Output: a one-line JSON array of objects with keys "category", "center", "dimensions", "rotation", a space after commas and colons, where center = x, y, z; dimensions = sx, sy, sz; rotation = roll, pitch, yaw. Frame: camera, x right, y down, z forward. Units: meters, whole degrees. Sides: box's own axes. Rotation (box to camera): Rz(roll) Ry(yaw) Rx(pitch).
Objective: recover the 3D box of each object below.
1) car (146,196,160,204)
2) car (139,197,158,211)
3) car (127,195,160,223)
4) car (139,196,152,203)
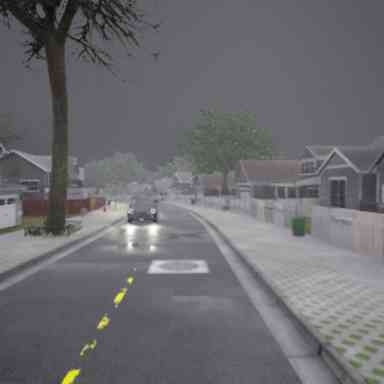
[{"category": "car", "center": [-7.440, 1.514, 63.745], "dimensions": [1.882, 1.535, 5.008], "rotation": [0, 0, -16]}, {"category": "car", "center": [-5.267, 1.416, 40.145], "dimensions": [2.128, 1.511, 4.902], "rotation": [0, 0, -9]}, {"category": "car", "center": [-3.640, 1.311, 25.297], "dimensions": [2.097, 1.767, 4.553], "rotation": [0, 0, -4]}, {"category": "car", "center": [-10.333, 1.546, 73.436], "dimensions": [1.837, 1.490, 4.892], "rotation": [-1, 0, -19]}]
